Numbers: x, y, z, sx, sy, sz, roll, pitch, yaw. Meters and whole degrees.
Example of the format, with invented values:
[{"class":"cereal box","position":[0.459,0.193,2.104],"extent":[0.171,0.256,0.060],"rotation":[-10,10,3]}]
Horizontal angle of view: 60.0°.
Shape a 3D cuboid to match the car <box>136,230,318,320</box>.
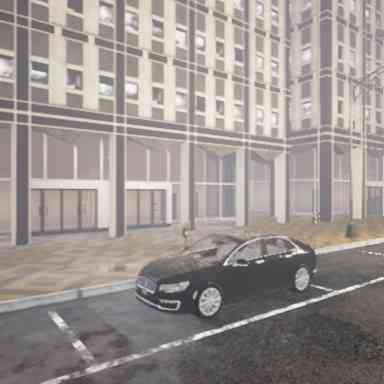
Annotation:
[{"class":"car","position":[0.933,1.550,7.222],"extent":[4.403,1.369,2.008],"rotation":[0,0,-35]}]
